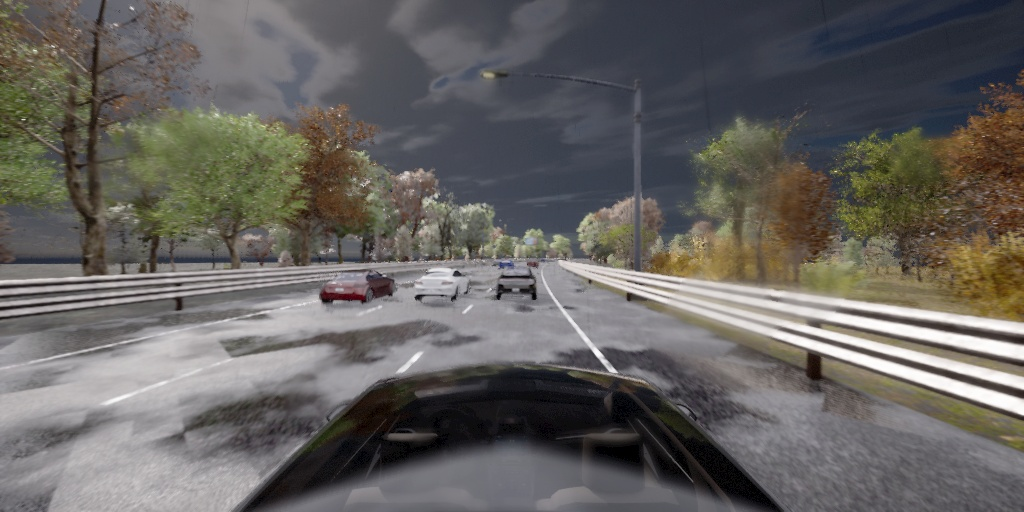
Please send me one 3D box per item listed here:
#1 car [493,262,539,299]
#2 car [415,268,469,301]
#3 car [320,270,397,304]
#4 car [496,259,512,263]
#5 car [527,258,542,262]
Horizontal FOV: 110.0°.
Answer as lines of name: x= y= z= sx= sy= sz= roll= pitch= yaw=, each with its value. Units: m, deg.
car: x=0.287 y=1.260 z=18.068 sx=2.128 sy=1.511 sz=4.902 roll=0 pitch=0 yaw=3
car: x=-3.247 y=1.281 z=17.179 sx=1.812 sy=1.442 sz=4.674 roll=0 pitch=0 yaw=2
car: x=-6.789 y=1.306 z=16.288 sx=1.994 sy=1.385 sz=4.181 roll=0 pitch=0 yaw=2
car: x=-0.786 y=1.293 z=54.014 sx=1.882 sy=1.535 sz=5.008 roll=0 pitch=0 yaw=5
car: x=3.762 y=1.201 z=64.489 sx=2.097 sy=1.767 sz=4.553 roll=0 pitch=0 yaw=6
